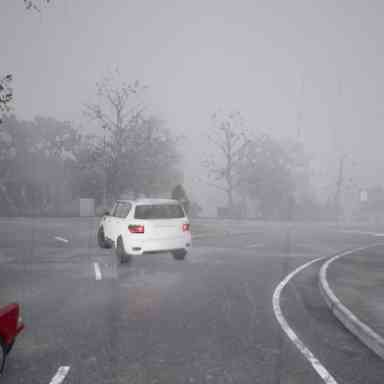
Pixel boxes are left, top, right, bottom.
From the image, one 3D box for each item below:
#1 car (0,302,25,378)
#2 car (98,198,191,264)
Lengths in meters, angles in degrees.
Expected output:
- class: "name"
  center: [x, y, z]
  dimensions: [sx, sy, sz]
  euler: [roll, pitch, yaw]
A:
- class: "car"
  center: [-3.228, 1.603, 2.207]
  dimensions: [1.895, 1.301, 4.718]
  euler: [0, 0, 4]
- class: "car"
  center: [-1.920, 1.232, 12.209]
  dimensions: [2.150, 2.045, 5.566]
  euler: [0, 0, -24]
